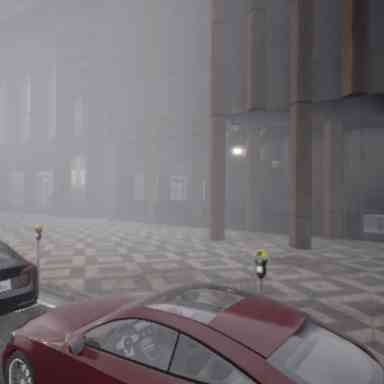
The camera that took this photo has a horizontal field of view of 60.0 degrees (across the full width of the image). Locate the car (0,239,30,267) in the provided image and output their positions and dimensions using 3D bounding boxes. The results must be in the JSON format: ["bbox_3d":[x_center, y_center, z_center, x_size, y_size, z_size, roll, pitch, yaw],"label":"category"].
[{"bbox_3d":[-4.692,1.507,6.424,4.313,1.339,1.947,1,0,36],"label":"car"}]

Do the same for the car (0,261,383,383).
[{"bbox_3d":[-0.102,1.567,3.151,4.206,1.307,1.802,1,0,36],"label":"car"}]
